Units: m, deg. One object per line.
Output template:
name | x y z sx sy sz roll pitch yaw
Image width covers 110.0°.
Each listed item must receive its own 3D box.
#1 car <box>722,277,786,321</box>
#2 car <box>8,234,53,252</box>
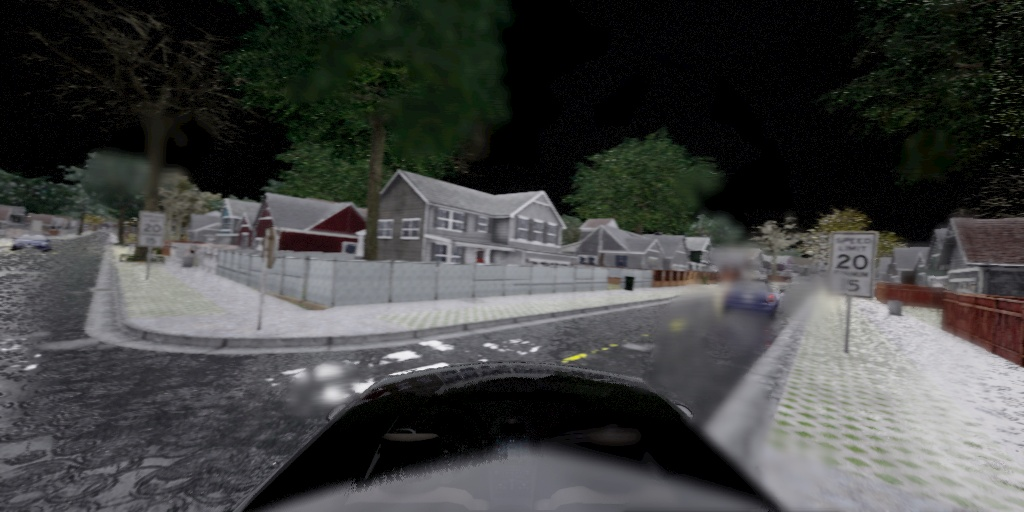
car | 11.594 1.890 17.038 2.097 1.767 4.553 3 0 41
car | -41.582 -1.150 31.181 4.674 1.442 1.812 3 -1 42
